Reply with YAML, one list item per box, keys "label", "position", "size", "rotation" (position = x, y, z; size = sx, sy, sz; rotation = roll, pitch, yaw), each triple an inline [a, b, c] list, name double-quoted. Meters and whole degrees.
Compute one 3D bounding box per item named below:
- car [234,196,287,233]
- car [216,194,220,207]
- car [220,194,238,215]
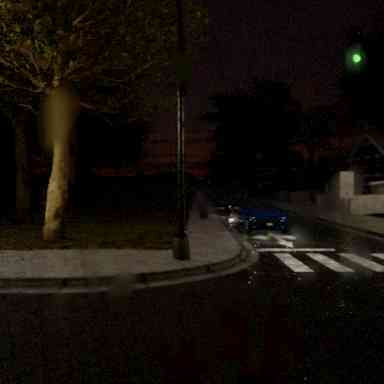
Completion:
- label: "car"
  position: [3.620, 1.192, 17.866]
  size: [1.882, 1.535, 5.008]
  rotation: [0, 1, 0]
- label: "car"
  position: [3.800, 0.958, 38.795]
  size: [2.033, 1.411, 5.357]
  rotation: [0, 1, 1]
- label: "car"
  position: [3.707, 1.071, 28.167]
  size: [1.837, 1.490, 4.892]
  rotation: [0, 1, 0]
